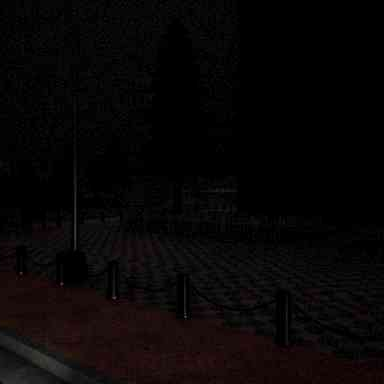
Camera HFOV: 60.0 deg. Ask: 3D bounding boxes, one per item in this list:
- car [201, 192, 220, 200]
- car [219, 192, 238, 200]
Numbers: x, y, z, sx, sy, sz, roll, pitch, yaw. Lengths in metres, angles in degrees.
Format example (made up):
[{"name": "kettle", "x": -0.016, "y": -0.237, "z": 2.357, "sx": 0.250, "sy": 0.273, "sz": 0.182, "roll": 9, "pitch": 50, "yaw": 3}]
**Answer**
[{"name": "car", "x": 5.235, "y": 1.384, "z": 91.415, "sx": 3.806, "sy": 1.475, "sz": 1.970, "roll": 0, "pitch": 0, "yaw": 35}, {"name": "car", "x": 9.593, "y": 1.374, "z": 84.710, "sx": 3.633, "sy": 1.501, "sz": 1.845, "roll": 0, "pitch": 0, "yaw": 35}]
